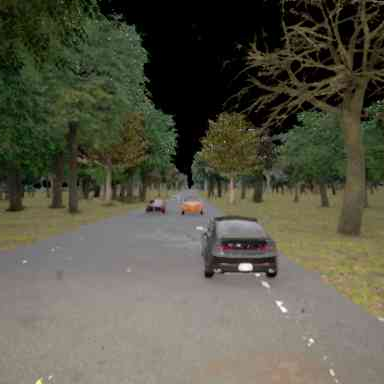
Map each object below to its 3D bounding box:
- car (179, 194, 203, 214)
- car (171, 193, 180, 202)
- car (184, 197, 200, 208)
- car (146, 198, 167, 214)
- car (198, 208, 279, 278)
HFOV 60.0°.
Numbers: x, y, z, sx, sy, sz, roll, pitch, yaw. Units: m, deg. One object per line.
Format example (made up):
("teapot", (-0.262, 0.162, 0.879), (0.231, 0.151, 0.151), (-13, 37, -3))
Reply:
("car", (0.048, 1.288, 33.951), (2.097, 1.767, 4.553), (0, 0, 0))
("car", (-3.515, 1.183, 75.283), (2.150, 2.045, 5.566), (0, 0, 0))
("car", (0.020, 1.463, 48.152), (2.128, 1.511, 4.902), (0, 0, 0))
("car", (-3.603, 1.414, 34.308), (1.882, 1.535, 5.008), (0, 0, 0))
("car", (1.223, 1.458, 9.995), (1.837, 1.490, 4.892), (0, 0, 0))
